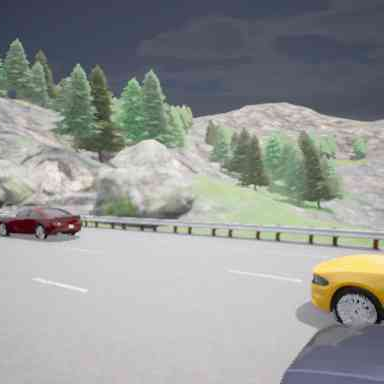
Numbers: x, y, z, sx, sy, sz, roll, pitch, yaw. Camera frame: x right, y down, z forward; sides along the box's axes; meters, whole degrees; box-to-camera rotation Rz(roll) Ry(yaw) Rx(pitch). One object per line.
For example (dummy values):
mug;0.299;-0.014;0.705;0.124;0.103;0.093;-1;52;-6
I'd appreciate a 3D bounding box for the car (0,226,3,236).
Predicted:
car;-10.944;1.402;14.883;4.553;1.767;2.097;0;0;30

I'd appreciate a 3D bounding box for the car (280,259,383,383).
car;3.165;1.533;1.715;5.357;1.411;2.033;0;0;35

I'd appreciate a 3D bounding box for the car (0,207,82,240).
car;-7.903;1.515;17.161;5.008;1.535;1.882;0;0;31

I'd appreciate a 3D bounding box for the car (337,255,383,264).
car;4.419;1.459;5.034;5.008;1.535;1.882;0;0;36
